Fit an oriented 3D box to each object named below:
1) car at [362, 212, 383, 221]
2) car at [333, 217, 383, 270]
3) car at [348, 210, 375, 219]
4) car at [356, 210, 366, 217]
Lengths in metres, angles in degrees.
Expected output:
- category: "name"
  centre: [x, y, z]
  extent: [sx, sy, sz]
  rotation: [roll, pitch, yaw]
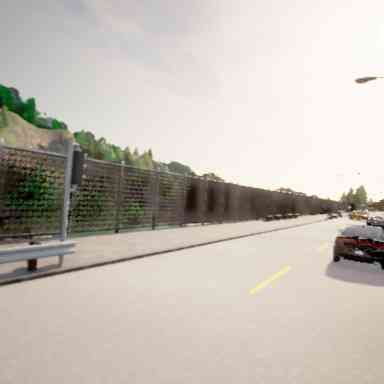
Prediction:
- category: "car"
  centre: [20.641, 3.364, 37.311]
  extent: [2.033, 1.411, 5.357]
  rotation: [5, 0, 30]
- category: "car"
  centre: [7.178, 2.108, 13.938]
  extent: [1.882, 1.535, 5.008]
  rotation: [5, 0, 30]
- category: "car"
  centre: [27.960, 3.944, 55.668]
  extent: [1.882, 1.535, 5.008]
  rotation: [4, 0, 4]
- category: "car"
  centre: [40.389, 5.087, 79.591]
  extent: [1.812, 1.442, 4.674]
  rotation: [5, 0, 30]
